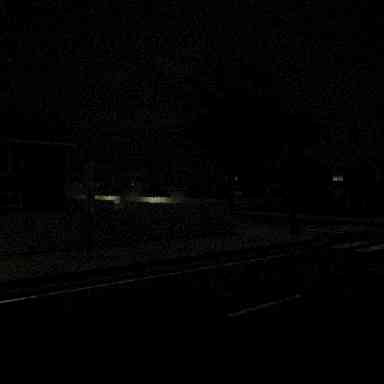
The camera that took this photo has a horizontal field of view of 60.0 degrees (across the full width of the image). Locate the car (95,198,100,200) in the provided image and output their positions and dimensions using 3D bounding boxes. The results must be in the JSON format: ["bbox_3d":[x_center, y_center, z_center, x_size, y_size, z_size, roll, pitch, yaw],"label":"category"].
[{"bbox_3d":[-16.081,1.653,54.216,1.994,1.385,4.181,0,0,-35],"label":"car"}]
